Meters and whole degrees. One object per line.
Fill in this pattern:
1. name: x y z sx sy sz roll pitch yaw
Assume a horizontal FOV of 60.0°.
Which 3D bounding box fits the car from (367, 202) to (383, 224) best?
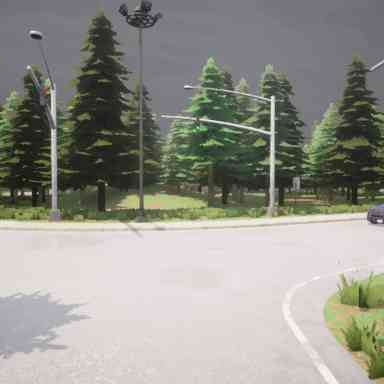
1. car: 12.113 0.950 18.780 4.553 1.767 2.097 -1 2 -25
